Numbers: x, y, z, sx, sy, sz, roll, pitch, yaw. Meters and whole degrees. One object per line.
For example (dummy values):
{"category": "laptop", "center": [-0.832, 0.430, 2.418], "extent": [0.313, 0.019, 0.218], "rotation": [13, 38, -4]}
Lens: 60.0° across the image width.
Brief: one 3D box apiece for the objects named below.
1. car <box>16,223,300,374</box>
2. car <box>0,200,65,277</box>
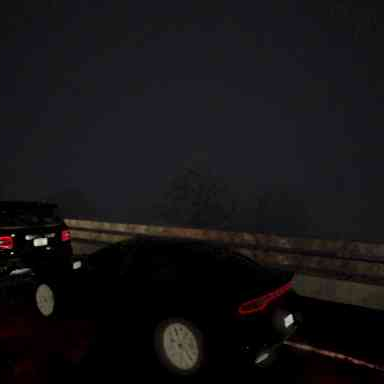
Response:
{"category": "car", "center": [-0.770, 1.495, 5.721], "extent": [5.008, 1.535, 1.882], "rotation": [0, 0, 36]}
{"category": "car", "center": [-5.660, 1.253, 9.249], "extent": [5.566, 2.045, 2.150], "rotation": [0, 0, 36]}
